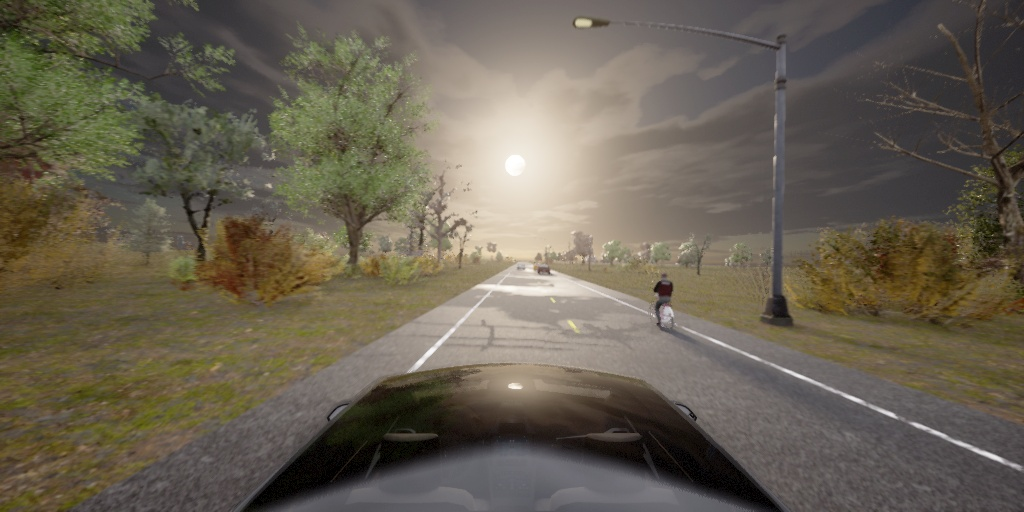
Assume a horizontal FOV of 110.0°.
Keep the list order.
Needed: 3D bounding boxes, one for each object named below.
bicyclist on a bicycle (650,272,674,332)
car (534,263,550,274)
[{"bbox_3d":[4.618,1.363,11.139,0.659,1.776,1.843,2,0,2],"label":"bicyclist on a bicycle"},{"bbox_3d":[5.004,2.030,57.281,1.882,1.535,5.008,2,0,2],"label":"car"}]
